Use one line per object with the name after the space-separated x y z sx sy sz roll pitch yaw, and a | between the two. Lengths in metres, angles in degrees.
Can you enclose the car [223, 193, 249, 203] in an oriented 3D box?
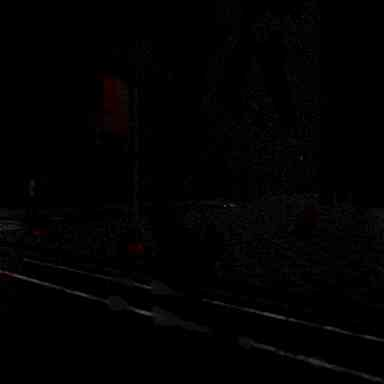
6.591 0.905 49.080 2.033 1.411 5.357 0 1 36 | car
